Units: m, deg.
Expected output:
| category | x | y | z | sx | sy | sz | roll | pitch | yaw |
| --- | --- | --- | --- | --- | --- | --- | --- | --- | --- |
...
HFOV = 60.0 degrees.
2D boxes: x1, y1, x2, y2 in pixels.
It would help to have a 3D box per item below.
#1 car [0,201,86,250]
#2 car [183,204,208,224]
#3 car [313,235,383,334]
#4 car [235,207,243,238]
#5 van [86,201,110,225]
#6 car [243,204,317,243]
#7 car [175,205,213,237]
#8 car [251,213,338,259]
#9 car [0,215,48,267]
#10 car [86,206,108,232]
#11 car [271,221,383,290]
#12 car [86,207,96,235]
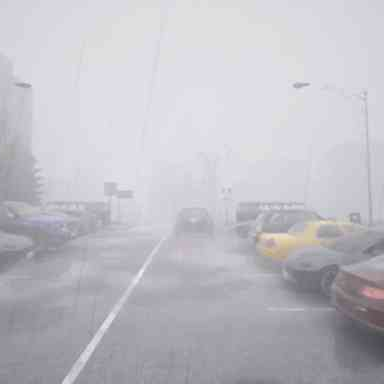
| category | x | y | z | sx | sy | sz | roll | pitch | yaw |
| --- | --- | --- | --- | --- | --- | --- | --- | --- | --- |
| car | -7.611 | 1.386 | 13.563 | 5.566 | 2.045 | 2.435 | 0 | -1 | 0 |
| car | 0.394 | 2.084 | 31.478 | 2.097 | 1.767 | 4.553 | 0 | -3 | 4 |
| car | 4.681 | 1.583 | 5.314 | 4.674 | 1.452 | 2.002 | 0 | -1 | 0 |
| car | 4.698 | 1.678 | 16.603 | 5.008 | 1.535 | 2.097 | 0 | -1 | 0 |
| van | -7.750 | 1.574 | 21.917 | 4.442 | 1.987 | 1.878 | 0 | -1 | 0 |
| car | 4.659 | 1.516 | 13.815 | 4.553 | 1.767 | 2.185 | 0 | -1 | 0 |
| car | 0.115 | 1.619 | 19.845 | 2.097 | 1.767 | 4.553 | 0 | -1 | 0 |
| car | 4.874 | 1.605 | 10.896 | 5.366 | 1.575 | 1.946 | 0 | -1 | 0 |
| car | -7.613 | 1.634 | 10.766 | 4.792 | 1.488 | 2.163 | 0 | -1 | 0 |
| car | -7.665 | 1.755 | 19.125 | 4.792 | 1.488 | 2.163 | 0 | -1 | 0 |
| car | 4.657 | 1.605 | 8.104 | 4.792 | 1.488 | 2.163 | 0 | -1 | 0 |
| car | -7.637 | 1.672 | 16.294 | 5.008 | 1.535 | 2.097 | 0 | -1 | 0 |
